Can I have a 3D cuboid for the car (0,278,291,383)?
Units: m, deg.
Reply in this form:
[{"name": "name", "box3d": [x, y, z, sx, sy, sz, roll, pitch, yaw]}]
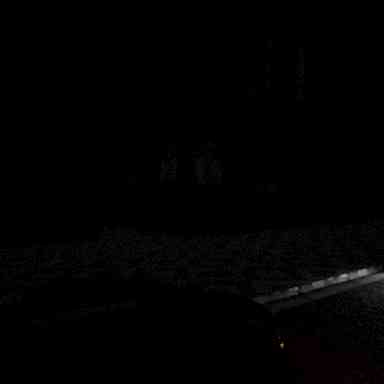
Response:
[{"name": "car", "box3d": [-1.191, 1.526, 2.521, 4.674, 1.442, 1.812, 0, 0, -35]}]
